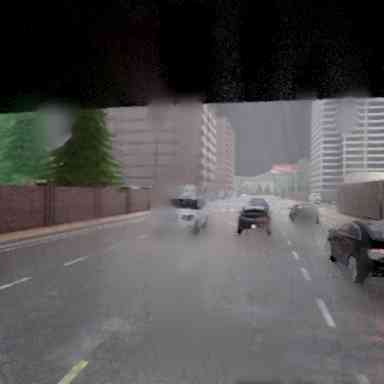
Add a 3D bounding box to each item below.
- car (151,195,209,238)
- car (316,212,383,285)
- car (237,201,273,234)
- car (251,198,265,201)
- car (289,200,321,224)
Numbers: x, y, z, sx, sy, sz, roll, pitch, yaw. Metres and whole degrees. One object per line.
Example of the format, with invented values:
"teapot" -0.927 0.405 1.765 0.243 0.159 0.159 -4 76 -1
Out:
"car" -0.424 1.215 18.108 2.150 2.045 5.566 1 0 12
"car" 5.168 1.550 9.490 2.128 1.511 4.902 1 0 11
"car" 3.728 1.550 19.769 1.837 1.490 4.892 1 1 12
"car" 6.860 1.431 34.672 2.097 1.767 4.553 1 0 11
"car" 8.514 1.625 25.536 1.812 1.442 4.674 1 0 12
